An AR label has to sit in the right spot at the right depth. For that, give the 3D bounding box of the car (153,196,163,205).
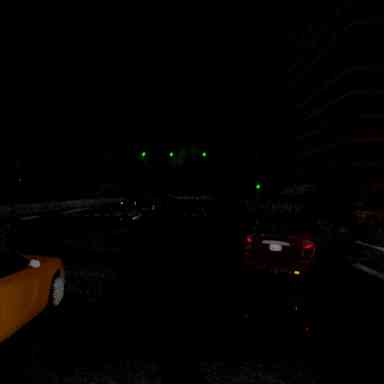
[{"bbox_3d":[-7.060,1.464,59.012,1.837,1.490,4.892,0,0,7],"label":"car"}]

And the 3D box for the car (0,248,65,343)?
[{"bbox_3d":[-3.458,1.470,4.688,1.882,1.535,5.008,0,0,0],"label":"car"}]

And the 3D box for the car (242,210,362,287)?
[{"bbox_3d":[3.372,1.406,9.957,2.097,1.767,4.553,1,1,37],"label":"car"}]

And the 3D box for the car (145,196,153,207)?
[{"bbox_3d":[-7.455,1.440,49.522,1.882,1.535,5.008,0,0,0],"label":"car"}]

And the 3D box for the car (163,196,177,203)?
[{"bbox_3d":[-4.662,1.518,68.645,1.994,1.385,4.181,0,0,19],"label":"car"}]

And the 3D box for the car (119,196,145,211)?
[{"bbox_3d":[-7.431,1.318,40.592,2.097,1.767,4.553,0,0,0],"label":"car"}]

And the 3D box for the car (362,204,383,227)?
[{"bbox_3d":[13.453,1.558,22.836,5.008,1.535,1.882,0,0,0],"label":"car"}]

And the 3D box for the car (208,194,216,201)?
[{"bbox_3d":[5.812,1.340,79.304,2.097,1.767,4.553,0,0,43],"label":"car"}]
